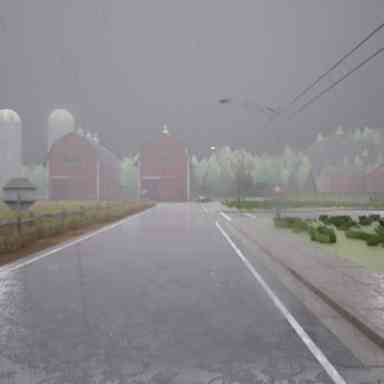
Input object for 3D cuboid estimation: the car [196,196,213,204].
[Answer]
[{"bbox_3d":[2.394,1.510,65.980,1.812,1.442,4.674,-1,0,30],"label":"car"}]
